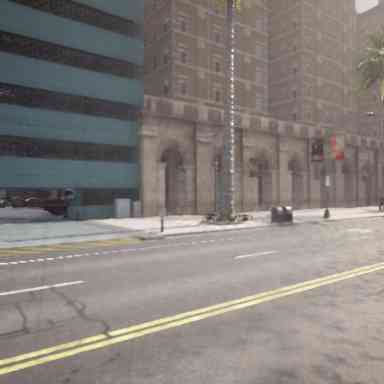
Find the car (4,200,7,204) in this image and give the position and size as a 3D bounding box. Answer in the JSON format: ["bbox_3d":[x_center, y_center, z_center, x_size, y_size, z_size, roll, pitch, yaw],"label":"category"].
[{"bbox_3d":[-28.543,1.438,55.274,4.786,1.482,2.161,0,0,-36],"label":"car"}]

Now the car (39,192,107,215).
[{"bbox_3d":[-10.746,1.040,30.996,5.566,2.045,2.435,0,0,-36],"label":"car"}]

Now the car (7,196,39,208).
[{"bbox_3d":[-22.153,1.483,45.583,4.718,1.301,1.895,0,0,-36],"label":"car"}]
